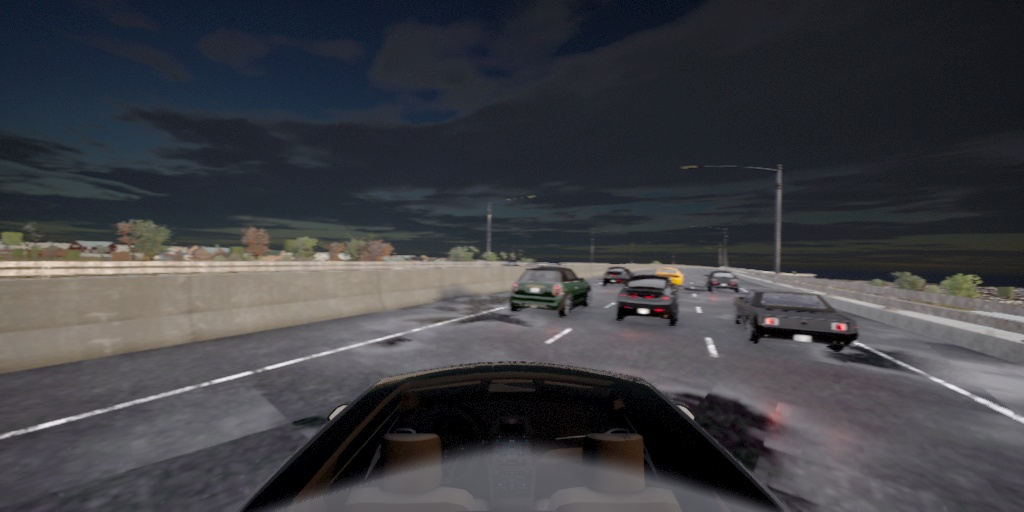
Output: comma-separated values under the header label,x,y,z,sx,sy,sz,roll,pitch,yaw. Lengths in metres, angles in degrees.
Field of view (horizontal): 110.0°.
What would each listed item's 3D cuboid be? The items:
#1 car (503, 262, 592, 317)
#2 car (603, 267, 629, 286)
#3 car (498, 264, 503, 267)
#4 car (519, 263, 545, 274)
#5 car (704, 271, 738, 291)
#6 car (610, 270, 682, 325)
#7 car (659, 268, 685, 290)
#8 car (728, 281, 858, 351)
label,x,y,z,sx,sy,sz,roll,pitch,yaw
car,1.689,1.203,14.129,2.097,1.767,4.553,1,0,26
car,8.399,1.601,28.100,1.837,1.490,4.892,1,0,26
car,-0.352,1.548,50.328,1.994,1.385,4.181,1,0,27
car,2.794,1.624,48.801,1.994,1.385,4.181,1,0,27
car,15.140,1.790,25.958,1.812,1.442,4.674,1,0,26
car,4.975,1.436,12.898,1.837,1.490,4.892,1,0,26
car,12.199,1.673,27.903,1.882,1.535,5.008,1,0,26
car,7.480,1.585,10.028,1.895,1.301,4.718,1,0,26
